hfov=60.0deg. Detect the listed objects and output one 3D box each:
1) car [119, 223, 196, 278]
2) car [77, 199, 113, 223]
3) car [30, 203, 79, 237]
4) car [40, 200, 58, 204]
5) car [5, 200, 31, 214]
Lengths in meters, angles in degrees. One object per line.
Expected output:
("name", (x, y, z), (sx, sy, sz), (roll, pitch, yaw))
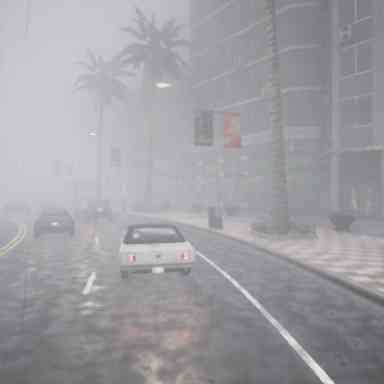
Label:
("car", (-1.249, 1.589, 10.191), (1.895, 1.301, 4.718), (0, 0, -11))
("car", (-7.736, 1.342, 25.884), (2.097, 1.767, 4.553), (0, 0, -30))
("car", (-7.639, 1.564, 18.454), (1.994, 1.385, 4.181), (0, 0, -23))
("car", (-16.738, 1.605, 38.820), (1.895, 1.301, 4.718), (0, 0, -37))
("car", (-18.685, 1.565, 35.603), (2.033, 1.411, 5.357), (0, 0, -37))
